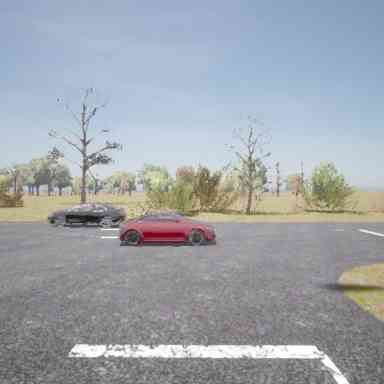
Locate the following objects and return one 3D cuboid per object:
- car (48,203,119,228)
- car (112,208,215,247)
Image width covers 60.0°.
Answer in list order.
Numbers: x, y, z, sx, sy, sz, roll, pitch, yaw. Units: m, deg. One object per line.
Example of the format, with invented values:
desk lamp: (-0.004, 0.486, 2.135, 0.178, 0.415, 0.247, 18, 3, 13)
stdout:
car: (-6.762, 1.470, 21.598, 4.902, 1.511, 2.128, 0, 0, -1)
car: (-1.079, 1.564, 14.660, 4.181, 1.385, 1.994, 0, 0, -1)
